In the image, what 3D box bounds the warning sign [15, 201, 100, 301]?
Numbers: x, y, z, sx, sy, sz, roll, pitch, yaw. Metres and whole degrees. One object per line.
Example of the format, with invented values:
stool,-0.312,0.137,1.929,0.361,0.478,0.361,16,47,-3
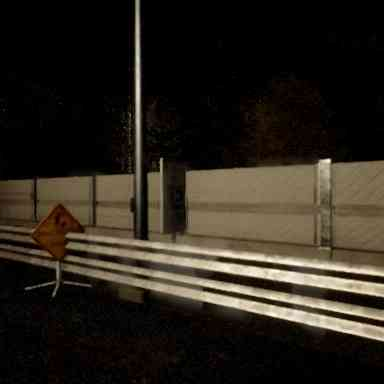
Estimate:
warning sign,-2.887,1.152,7.209,1.060,1.860,1.300,-1,0,35
